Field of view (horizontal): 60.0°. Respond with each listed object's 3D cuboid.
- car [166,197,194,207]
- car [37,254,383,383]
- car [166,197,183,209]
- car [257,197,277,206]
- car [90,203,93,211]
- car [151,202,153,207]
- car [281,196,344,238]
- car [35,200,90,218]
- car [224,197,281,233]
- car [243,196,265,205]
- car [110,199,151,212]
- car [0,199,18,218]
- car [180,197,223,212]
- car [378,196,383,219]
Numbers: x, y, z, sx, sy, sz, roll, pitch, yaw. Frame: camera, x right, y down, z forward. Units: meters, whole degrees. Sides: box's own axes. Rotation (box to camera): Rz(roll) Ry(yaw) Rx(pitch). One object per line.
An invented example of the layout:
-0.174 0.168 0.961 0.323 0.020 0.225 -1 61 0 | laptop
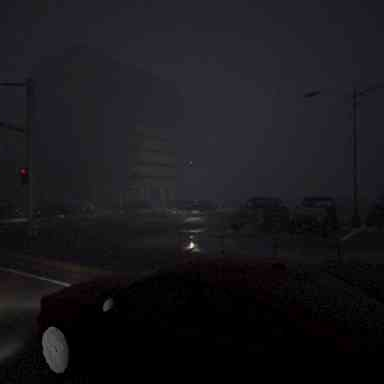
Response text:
-1.878 1.633 54.226 2.128 1.511 4.902 0 0 34 | car
0.200 1.486 3.831 5.008 1.535 1.882 0 0 35 | car
-1.778 1.618 48.138 2.128 1.511 4.902 0 0 34 | car
12.947 1.661 57.198 1.994 1.385 4.181 0 0 34 | car
-13.243 1.665 37.331 1.812 1.442 4.674 0 0 34 | car
-7.583 1.688 45.788 2.033 1.411 5.357 0 0 33 | car
6.246 1.176 16.966 1.905 1.878 3.866 0 0 34 | car
-12.791 1.671 31.743 2.033 1.411 5.357 0 0 34 | car
3.879 1.186 18.632 1.932 1.855 4.605 0 0 34 | car
11.463 1.604 61.261 2.128 1.511 4.902 0 0 34 | car
-7.449 1.726 39.706 1.895 1.301 4.718 0 0 34 | car
-18.254 1.491 29.879 2.097 1.767 4.553 0 0 34 | car
1.254 1.642 39.757 2.033 1.411 5.357 0 0 34 | car
18.268 1.406 29.924 1.970 1.475 3.806 0 0 34 | car
